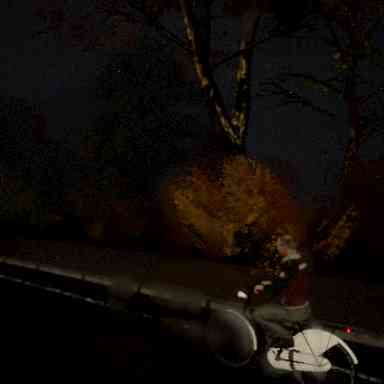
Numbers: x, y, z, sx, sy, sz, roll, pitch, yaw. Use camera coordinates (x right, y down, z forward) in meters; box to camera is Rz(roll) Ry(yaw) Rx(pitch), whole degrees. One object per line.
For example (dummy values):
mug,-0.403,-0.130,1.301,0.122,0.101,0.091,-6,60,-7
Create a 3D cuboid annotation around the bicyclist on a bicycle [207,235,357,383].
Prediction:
bicyclist on a bicycle,0.937,1.381,3.962,1.843,1.776,0.659,0,0,35
